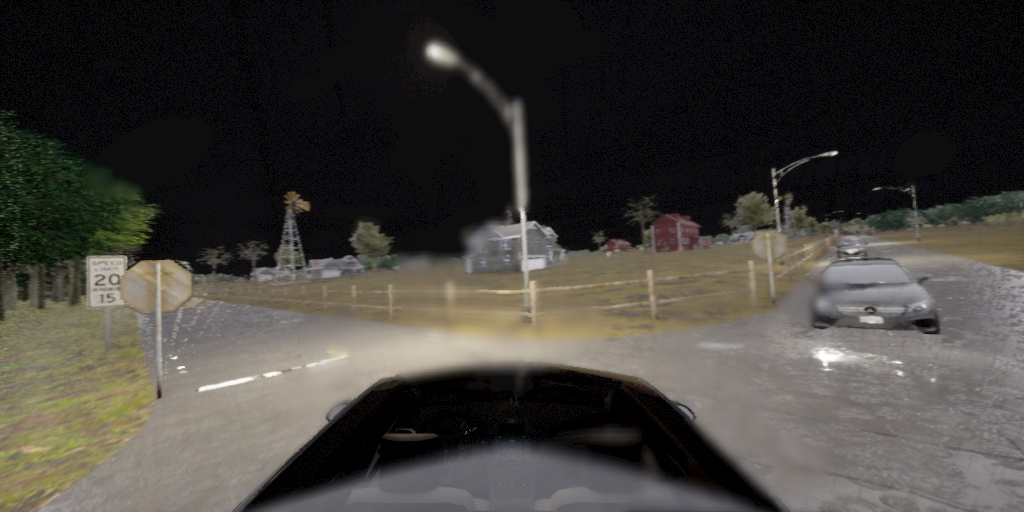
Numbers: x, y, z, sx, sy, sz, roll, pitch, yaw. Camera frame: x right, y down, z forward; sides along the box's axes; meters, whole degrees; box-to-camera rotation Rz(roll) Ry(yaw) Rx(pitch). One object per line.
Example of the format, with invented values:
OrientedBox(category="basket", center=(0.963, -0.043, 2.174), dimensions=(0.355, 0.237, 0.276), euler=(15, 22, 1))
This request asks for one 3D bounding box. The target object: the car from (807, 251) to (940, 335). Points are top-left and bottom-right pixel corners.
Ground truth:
OrientedBox(category="car", center=(8.331, 0.810, 8.471), dimensions=(1.812, 1.442, 4.674), euler=(-6, -1, 43))

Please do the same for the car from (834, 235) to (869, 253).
OrientedBox(category="car", center=(29.158, -0.697, 30.836), dimensions=(2.128, 1.511, 4.902), euler=(-6, 0, 43))
